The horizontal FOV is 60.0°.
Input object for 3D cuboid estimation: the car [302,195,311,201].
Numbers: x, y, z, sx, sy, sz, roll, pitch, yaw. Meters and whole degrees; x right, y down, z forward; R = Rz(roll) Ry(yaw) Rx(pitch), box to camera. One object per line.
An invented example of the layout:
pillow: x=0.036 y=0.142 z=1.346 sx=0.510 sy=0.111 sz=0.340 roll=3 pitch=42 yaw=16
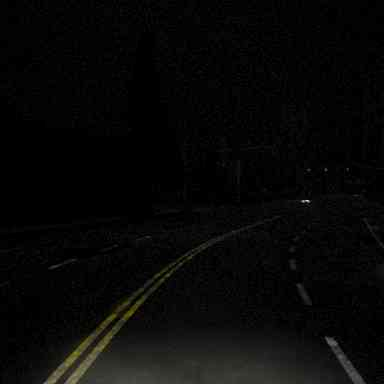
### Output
car: x=30.700 y=1.517 z=89.327 sx=2.128 sy=1.511 sz=4.902 roll=0 pitch=0 yaw=26
